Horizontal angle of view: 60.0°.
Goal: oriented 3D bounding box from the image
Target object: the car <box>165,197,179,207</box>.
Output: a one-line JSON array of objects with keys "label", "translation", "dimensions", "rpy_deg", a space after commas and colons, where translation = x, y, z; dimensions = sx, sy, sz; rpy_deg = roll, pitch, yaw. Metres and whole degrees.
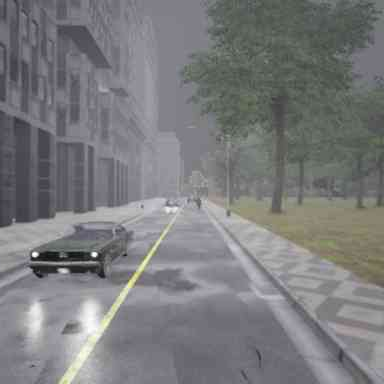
[{"label": "car", "translation": [-3.068, 1.545, 51.314], "dimensions": [2.128, 1.511, 4.902], "rpy_deg": [0, 0, 0]}]

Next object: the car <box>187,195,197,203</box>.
[{"label": "car", "translation": [0.001, 1.457, 72.110], "dimensions": [2.097, 1.767, 4.553], "rpy_deg": [0, 0, 0]}]

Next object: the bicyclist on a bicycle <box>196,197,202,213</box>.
[{"label": "bicyclist on a bicycle", "translation": [0.825, 1.480, 35.995], "dimensions": [0.582, 1.620, 1.656], "rpy_deg": [0, 0, 0]}]

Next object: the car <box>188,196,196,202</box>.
[{"label": "car", "translation": [0.001, 1.659, 82.910], "dimensions": [1.812, 1.442, 4.674], "rpy_deg": [0, 0, 0]}]

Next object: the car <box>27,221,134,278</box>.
[{"label": "car", "translation": [-3.099, 1.603, 10.238], "dimensions": [1.895, 1.301, 4.718], "rpy_deg": [0, 0, 0]}]

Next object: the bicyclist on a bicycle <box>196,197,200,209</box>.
[{"label": "bicyclist on a bicycle", "translation": [0.825, 1.495, 44.993], "dimensions": [0.582, 1.620, 1.656], "rpy_deg": [0, 0, 0]}]
